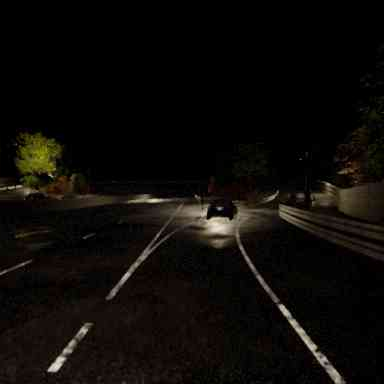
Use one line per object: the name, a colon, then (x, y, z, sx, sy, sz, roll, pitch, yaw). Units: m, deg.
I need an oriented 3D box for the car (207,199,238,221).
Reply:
car: (2.695, 1.410, 28.361, 2.097, 1.767, 4.553, 2, 0, 14)

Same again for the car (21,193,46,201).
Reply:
car: (-28.030, 1.214, 59.119, 2.150, 2.045, 5.566, 0, 0, 0)

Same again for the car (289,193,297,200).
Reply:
car: (26.290, 1.244, 86.483, 2.033, 1.411, 5.357, 0, 4, 19)

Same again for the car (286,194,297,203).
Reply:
car: (22.811, 1.829, 77.037, 1.812, 1.442, 4.674, 0, 3, 20)

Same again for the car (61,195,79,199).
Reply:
car: (-21.033, 1.595, 59.296, 1.895, 1.301, 4.718, 0, 0, 0)
